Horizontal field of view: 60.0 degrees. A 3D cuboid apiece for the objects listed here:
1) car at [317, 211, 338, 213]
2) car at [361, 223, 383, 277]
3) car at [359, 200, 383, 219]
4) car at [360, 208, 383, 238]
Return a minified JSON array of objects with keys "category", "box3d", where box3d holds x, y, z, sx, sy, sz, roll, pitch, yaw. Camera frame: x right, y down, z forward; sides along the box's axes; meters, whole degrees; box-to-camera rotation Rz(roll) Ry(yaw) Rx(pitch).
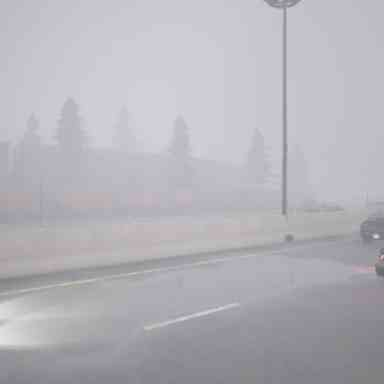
[{"category":"car","box3d":[12.390,1.622,30.868,4.718,1.301,1.895,0,0,-42]},{"category":"car","box3d":[6.838,1.555,8.627,5.357,1.411,2.033,0,0,-36]},{"category":"car","box3d":[17.222,1.530,30.638,4.892,1.490,1.837,0,0,-44]},{"category":"car","box3d":[9.315,1.517,14.720,4.892,1.490,1.837,0,0,-36]}]
